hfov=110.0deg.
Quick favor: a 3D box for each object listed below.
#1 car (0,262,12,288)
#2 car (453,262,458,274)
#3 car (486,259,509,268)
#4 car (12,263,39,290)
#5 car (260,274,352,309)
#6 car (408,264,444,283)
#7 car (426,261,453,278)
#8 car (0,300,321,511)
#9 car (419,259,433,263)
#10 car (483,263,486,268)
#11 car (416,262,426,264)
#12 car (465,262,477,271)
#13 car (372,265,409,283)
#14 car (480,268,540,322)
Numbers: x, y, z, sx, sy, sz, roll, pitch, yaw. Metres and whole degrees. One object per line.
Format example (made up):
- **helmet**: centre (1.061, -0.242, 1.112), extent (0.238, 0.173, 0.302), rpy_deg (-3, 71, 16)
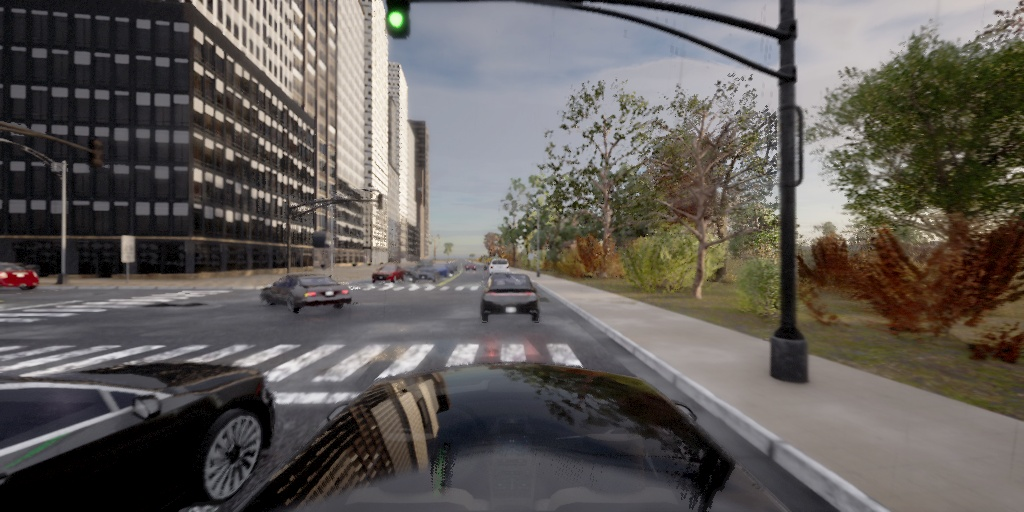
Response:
- **car**: centre (-22.408, 0.958, 13.134), extent (4.553, 1.767, 2.097), rpy_deg (1, 0, -7)
- **car**: centre (-9.124, 1.805, 51.215), extent (2.033, 1.411, 5.357), rpy_deg (0, -1, -5)
- **car**: centre (-1.464, 1.361, 39.626), extent (2.150, 2.045, 5.566), rpy_deg (0, -1, -4)
- **car**: centre (-27.480, 1.009, 18.343), extent (4.097, 1.591, 1.967), rpy_deg (0, 0, -9)
- **car**: centre (-8.649, 1.443, 14.882), extent (5.357, 1.411, 2.033), rpy_deg (-1, -1, 41)
- **car**: centre (-7.663, 1.637, 32.331), extent (1.994, 1.385, 4.181), rpy_deg (0, -1, -4)
- **car**: centre (-8.289, 1.639, 41.287), extent (1.882, 1.535, 5.008), rpy_deg (0, -1, -5)
- **car**: centre (-3.191, 1.242, 1.496), extent (2.128, 1.511, 4.902), rpy_deg (0, -1, 0)
- **car**: centre (-12.410, 1.484, 51.402), extent (2.150, 2.045, 5.566), rpy_deg (0, -1, -6)
- **car**: centre (-4.187, 1.878, 65.032), extent (2.128, 1.511, 4.902), rpy_deg (0, 0, -7)
- **car**: centre (-11.520, 1.725, 40.972), extent (1.994, 1.385, 4.181), rpy_deg (0, -1, -4)
- **car**: centre (-7.140, 1.964, 62.453), extent (1.895, 1.301, 4.718), rpy_deg (0, -1, -7)
- **car**: centre (-10.887, 1.550, 32.006), extent (1.882, 1.535, 5.008), rpy_deg (0, -1, -2)
- **car**: centre (-0.089, 1.360, 12.765), extent (2.128, 1.511, 4.902), rpy_deg (0, -1, -1)
